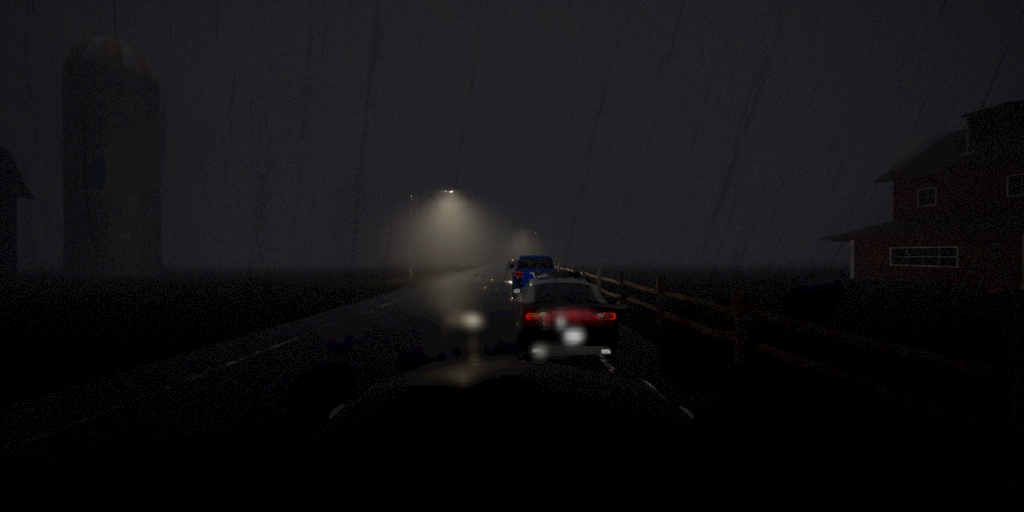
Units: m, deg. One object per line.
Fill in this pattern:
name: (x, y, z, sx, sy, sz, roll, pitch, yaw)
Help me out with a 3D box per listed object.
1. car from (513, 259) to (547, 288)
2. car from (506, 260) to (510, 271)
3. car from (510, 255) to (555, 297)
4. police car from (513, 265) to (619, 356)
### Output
car: (1.107, 1.126, 24.600, 2.097, 1.767, 4.553, 0, 0, 0)
car: (0.169, 1.308, 50.352, 1.882, 1.535, 5.008, 0, 0, 1)
car: (1.094, 0.991, 18.660, 2.150, 2.045, 5.566, 0, 0, 0)
police car: (1.070, 1.180, 8.738, 1.930, 1.638, 5.238, 0, 0, 0)
